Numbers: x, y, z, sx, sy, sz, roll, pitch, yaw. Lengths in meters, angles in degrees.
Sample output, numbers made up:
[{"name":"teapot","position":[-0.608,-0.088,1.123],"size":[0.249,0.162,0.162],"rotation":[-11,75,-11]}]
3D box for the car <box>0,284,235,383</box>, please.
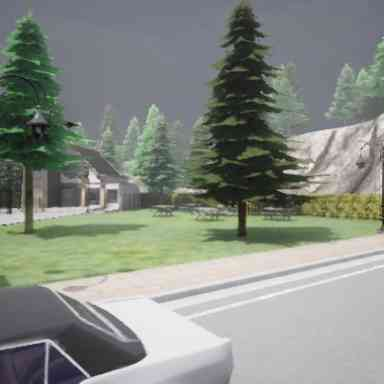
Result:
[{"name":"car","position":[-2.009,1.600,2.546],"size":[4.718,1.301,1.895],"rotation":[0,0,-35]}]
